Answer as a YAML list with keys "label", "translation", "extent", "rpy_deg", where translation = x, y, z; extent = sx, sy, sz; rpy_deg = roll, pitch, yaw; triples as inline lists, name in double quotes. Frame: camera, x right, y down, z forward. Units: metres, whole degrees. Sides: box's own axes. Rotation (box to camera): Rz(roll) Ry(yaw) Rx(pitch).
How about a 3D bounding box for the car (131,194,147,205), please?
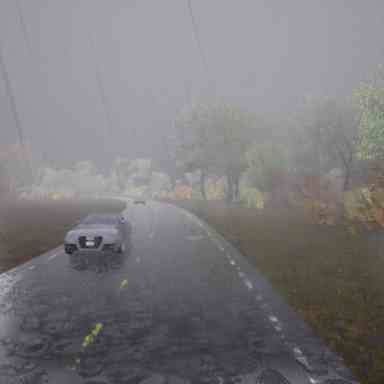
- label: "car"
  translation: [-8.505, 1.355, 54.311]
  extent: [2.033, 1.411, 5.357]
  rpy_deg: [0, 0, -10]

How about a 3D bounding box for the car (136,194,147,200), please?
- label: "car"
  translation: [-12.778, 1.258, 83.826]
  extent: [1.895, 1.301, 4.718]
  rpy_deg: [0, 0, -18]

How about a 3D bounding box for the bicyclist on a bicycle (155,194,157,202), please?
- label: "bicyclist on a bicycle"
  translation: [-7.089, 1.206, 66.069]
  extent: [0.582, 1.620, 1.656]
  rpy_deg: [-1, 0, -13]

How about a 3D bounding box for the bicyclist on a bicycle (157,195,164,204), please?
- label: "bicyclist on a bicycle"
  translation: [-5.141, 1.225, 57.287]
  extent: [0.866, 1.612, 1.509]
  rpy_deg: [-1, 0, -11]

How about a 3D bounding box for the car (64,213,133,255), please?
- label: "car"
  translation: [-3.507, 1.524, 13.113]
  extent: [1.994, 1.385, 4.181]
  rpy_deg: [0, 0, -3]
